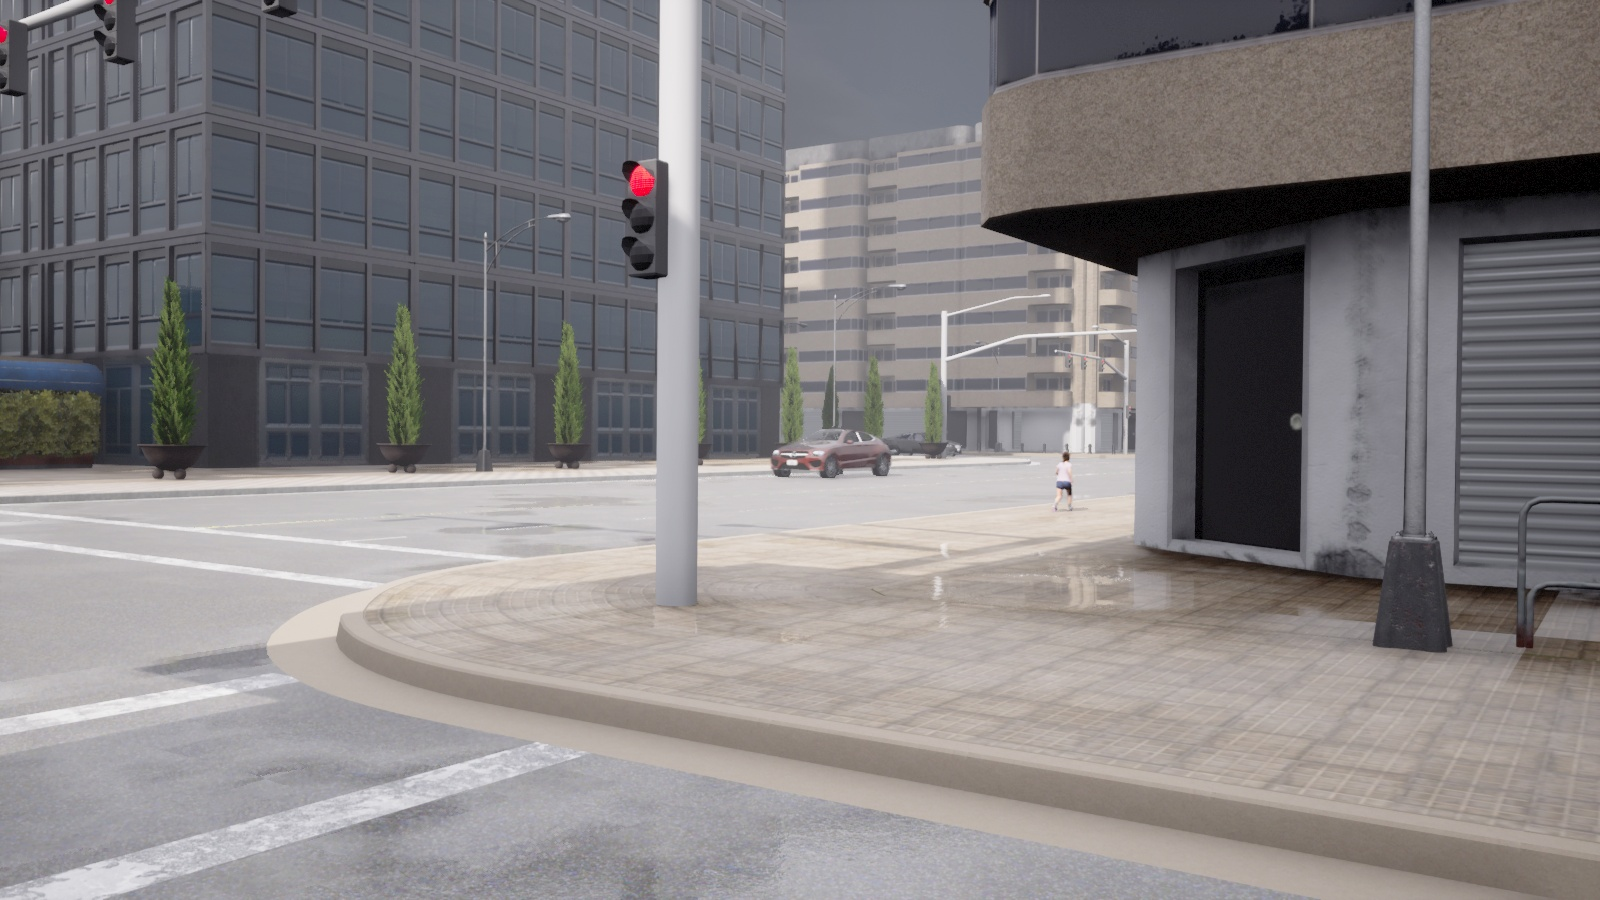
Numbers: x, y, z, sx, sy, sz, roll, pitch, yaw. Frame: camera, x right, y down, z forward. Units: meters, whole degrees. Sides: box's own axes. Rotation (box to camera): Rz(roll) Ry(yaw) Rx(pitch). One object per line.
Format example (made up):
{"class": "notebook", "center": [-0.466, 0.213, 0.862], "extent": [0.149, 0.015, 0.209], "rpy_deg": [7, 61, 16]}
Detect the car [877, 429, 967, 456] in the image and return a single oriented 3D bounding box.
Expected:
{"class": "car", "center": [7.188, -0.449, 74.208], "extent": [4.902, 1.511, 2.128], "rpy_deg": [0, 1, 34]}

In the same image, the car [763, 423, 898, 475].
{"class": "car", "center": [1.112, -0.080, 42.354], "extent": [2.152, 1.651, 5.027], "rpy_deg": [0, 1, 34]}

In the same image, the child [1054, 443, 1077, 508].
{"class": "child", "center": [4.601, 0.430, 21.768], "extent": [0.255, 1.110, 0.394], "rpy_deg": [0, 1, 35]}
